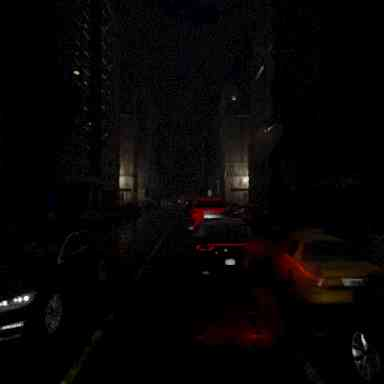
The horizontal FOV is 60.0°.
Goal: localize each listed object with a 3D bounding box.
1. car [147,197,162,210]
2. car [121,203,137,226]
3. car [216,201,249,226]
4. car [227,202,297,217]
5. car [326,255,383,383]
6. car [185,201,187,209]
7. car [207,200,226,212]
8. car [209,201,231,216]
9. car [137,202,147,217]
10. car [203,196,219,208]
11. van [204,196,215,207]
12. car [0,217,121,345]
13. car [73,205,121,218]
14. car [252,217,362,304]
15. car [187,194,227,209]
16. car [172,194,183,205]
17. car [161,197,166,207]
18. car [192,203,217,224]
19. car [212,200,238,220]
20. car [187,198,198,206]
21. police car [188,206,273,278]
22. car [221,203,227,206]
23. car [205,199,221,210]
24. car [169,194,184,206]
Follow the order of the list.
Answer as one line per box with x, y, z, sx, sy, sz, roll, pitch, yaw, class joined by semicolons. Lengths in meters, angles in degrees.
-5.597;1.771;46.653;1.802;1.307;4.206;0;0;0;car
-5.631;1.666;24.552;1.947;1.339;4.313;0;0;0;car
2.895;1.540;24.554;1.967;1.590;4.097;0;0;0;car
2.878;1.371;13.507;2.192;1.841;5.009;0;0;0;car
2.861;1.577;2.459;1.947;1.339;4.313;0;0;0;car
0.083;1.698;47.857;1.837;1.490;4.892;0;0;0;car
2.920;1.718;41.124;2.008;1.369;4.403;0;0;0;car
2.912;1.696;35.601;2.008;1.369;4.403;0;0;0;car
-5.622;1.688;30.077;1.947;1.339;4.313;0;0;0;car
2.938;1.527;52.172;2.192;1.841;5.009;0;0;0;car
2.946;1.575;57.696;1.690;1.788;3.998;0;0;0;van
-3.092;1.519;6.766;2.128;1.511;4.902;0;0;0;car
-5.640;1.622;19.028;1.887;1.381;4.507;0;0;0;car
2.870;1.559;8.153;1.752;1.417;4.829;0;0;0;car
0.930;1.306;20.397;2.150;2.045;5.566;0;0;0;car
-2.898;1.487;67.342;2.150;2.045;5.566;0;0;0;car
-5.589;1.777;52.178;1.947;1.339;4.313;0;0;0;car
0.939;1.634;26.366;1.812;1.442;4.674;0;0;0;car
2.903;1.563;30.077;1.967;1.590;4.097;0;0;0;car
0.093;1.775;61.490;1.812;1.442;4.674;0;0;0;car
0.914;1.469;10.476;1.930;1.638;5.238;0;0;0;police car
2.886;1.604;19.200;1.752;1.417;4.829;0;0;0;car
2.929;1.755;46.647;1.947;1.339;4.313;0;0;0;car
-2.946;1.586;58.089;2.097;1.767;4.553;0;0;1;car
